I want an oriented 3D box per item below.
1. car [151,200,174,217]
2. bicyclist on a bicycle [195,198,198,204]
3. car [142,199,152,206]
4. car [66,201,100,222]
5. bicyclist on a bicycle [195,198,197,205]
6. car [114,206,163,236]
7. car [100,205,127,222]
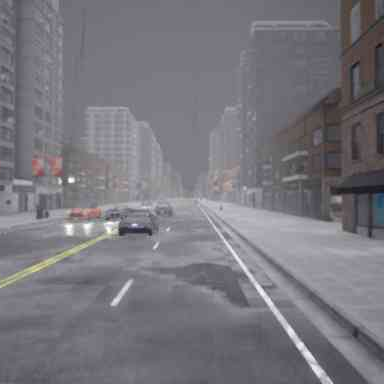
[{"bbox_3d":[-3.111,1.972,37.453,1.812,1.442,4.674,0,-1,0],"label":"car"},{"bbox_3d":[0.975,2.395,79.959,0.866,1.612,1.509,0,-1,0],"label":"bicyclist on a bicycle"},{"bbox_3d":[-9.674,2.369,71.663,2.128,1.511,4.902,0,-1,0],"label":"car"},{"bbox_3d":[-9.815,1.713,30.419,2.097,1.767,4.553,0,-1,0],"label":"car"},{"bbox_3d":[0.990,2.519,88.960,0.582,1.620,1.656,0,-1,0],"label":"bicyclist on a bicycle"},{"bbox_3d":[-3.130,1.804,20.186,1.994,1.385,4.181,0,-1,0],"label":"car"},{"bbox_3d":[-6.565,1.925,30.363,1.994,1.385,4.181,0,-1,0],"label":"car"}]
